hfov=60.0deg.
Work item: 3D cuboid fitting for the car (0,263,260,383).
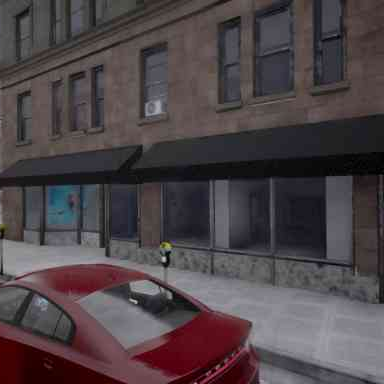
[{"bbox_3d":[-1.461,1.545,3.908,4.507,1.381,1.887,0,0,36],"label":"car"}]
